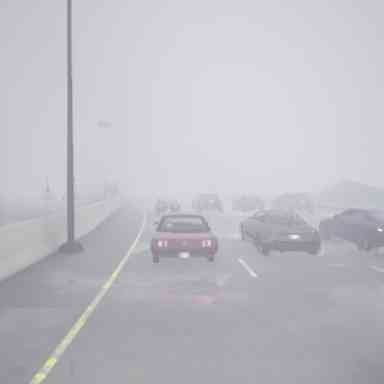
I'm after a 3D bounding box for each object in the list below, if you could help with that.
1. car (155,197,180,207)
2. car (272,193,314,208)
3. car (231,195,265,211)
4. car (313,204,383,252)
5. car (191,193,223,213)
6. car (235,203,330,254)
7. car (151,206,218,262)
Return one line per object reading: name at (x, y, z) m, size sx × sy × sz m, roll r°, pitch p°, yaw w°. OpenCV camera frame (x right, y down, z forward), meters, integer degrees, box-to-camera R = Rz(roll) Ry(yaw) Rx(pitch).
car at (-2.150, 1.094, 27.966) m, size 1.895 × 1.301 × 4.718 m, roll 0°, pitch 1°, yaw -9°
car at (8.400, 0.830, 28.165) m, size 2.097 × 1.767 × 4.553 m, roll 0°, pitch 1°, yaw -8°
car at (4.787, 0.963, 28.748) m, size 2.128 × 1.511 × 4.902 m, roll 0°, pitch 1°, yaw -8°
car at (6.564, 1.288, 12.581) m, size 1.812 × 1.442 × 4.674 m, roll 0°, pitch 1°, yaw -4°
car at (1.226, 0.825, 28.846) m, size 2.097 × 1.767 × 4.553 m, roll 0°, pitch 1°, yaw -9°
car at (3.077, 1.334, 12.358) m, size 1.994 × 1.385 × 4.181 m, roll 0°, pitch 1°, yaw -3°
car at (-0.335, 1.394, 11.293) m, size 1.895 × 1.301 × 4.718 m, roll 0°, pitch 1°, yaw -4°
